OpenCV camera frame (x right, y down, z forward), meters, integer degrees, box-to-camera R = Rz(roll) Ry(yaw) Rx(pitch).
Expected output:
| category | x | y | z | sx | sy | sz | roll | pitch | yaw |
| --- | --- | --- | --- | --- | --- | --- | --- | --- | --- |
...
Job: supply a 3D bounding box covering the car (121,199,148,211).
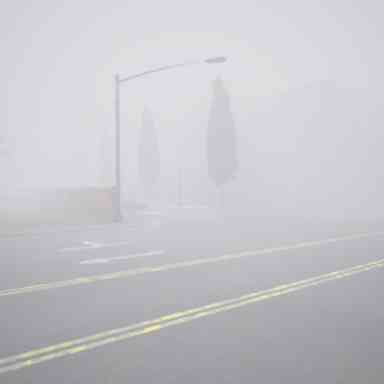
| category | x | y | z | sx | sy | sz | roll | pitch | yaw |
| --- | --- | --- | --- | --- | --- | --- | --- | --- | --- |
| car | -6.972 | 1.480 | 38.505 | 1.895 | 1.301 | 4.718 | -1 | 0 | -36 |
